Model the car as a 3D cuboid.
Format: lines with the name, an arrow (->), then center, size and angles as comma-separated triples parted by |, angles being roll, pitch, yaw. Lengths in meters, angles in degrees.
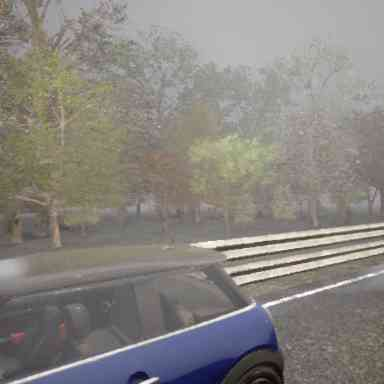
car -> -1.362, 1.352, 2.712 | 4.553, 1.767, 2.097 | 0, 0, -35
